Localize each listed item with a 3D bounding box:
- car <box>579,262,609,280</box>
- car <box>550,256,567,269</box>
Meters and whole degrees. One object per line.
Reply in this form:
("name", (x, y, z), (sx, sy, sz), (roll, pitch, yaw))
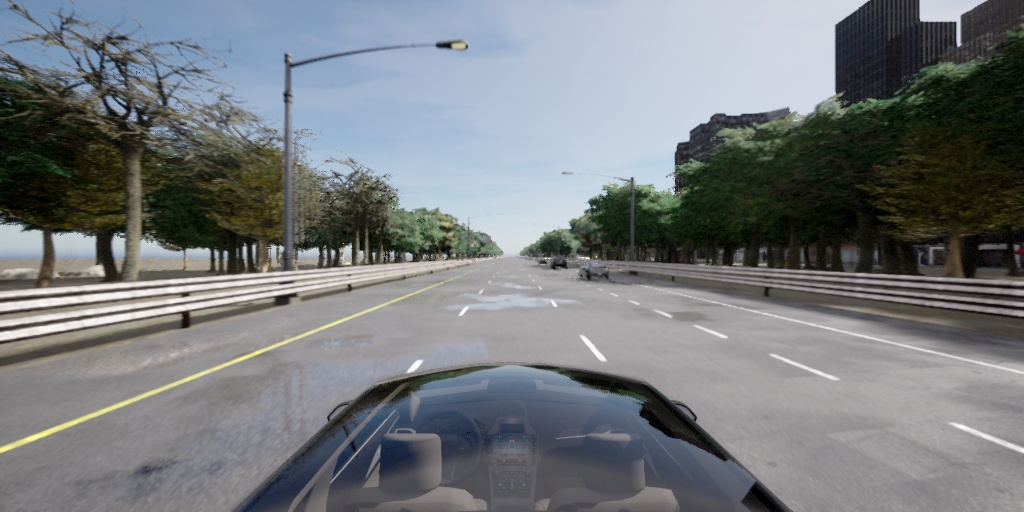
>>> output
("car", (7.045, 1.250, 31.127), (2.128, 1.511, 4.902), (0, 0, 0))
("car", (7.116, 0.988, 55.189), (2.150, 2.045, 5.566), (0, 0, 0))
